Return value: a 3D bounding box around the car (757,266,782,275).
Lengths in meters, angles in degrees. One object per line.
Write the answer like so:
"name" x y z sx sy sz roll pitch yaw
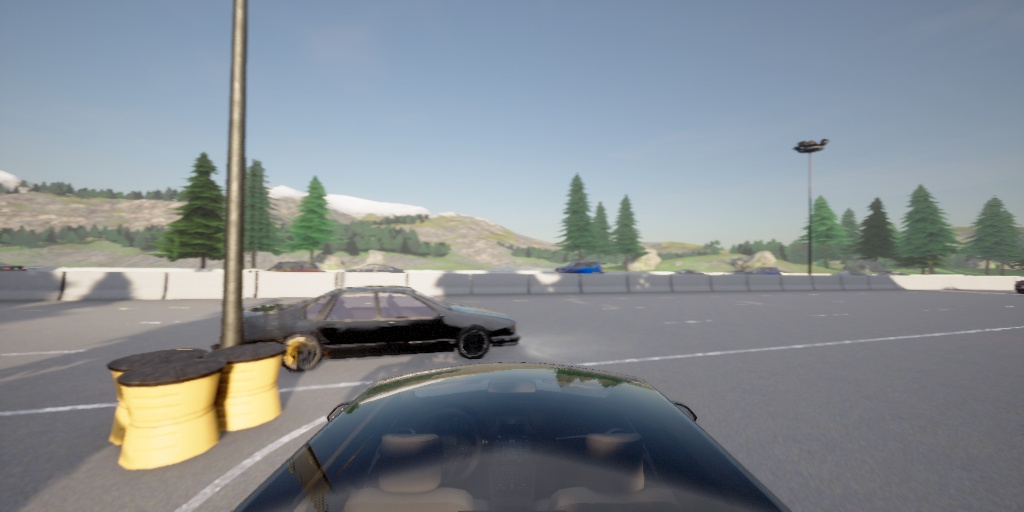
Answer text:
"car" 33.659 2.226 48.217 4.553 1.767 2.097 1 -1 -9

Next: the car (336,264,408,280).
"car" -10.526 1.364 27.018 4.902 1.511 2.128 1 -1 -18

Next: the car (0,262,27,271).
"car" -38.299 0.926 25.208 5.357 1.411 2.033 1 -1 -18

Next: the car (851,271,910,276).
"car" 40.071 2.384 38.547 4.902 1.511 2.128 1 -1 -6

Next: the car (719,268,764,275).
"car" 20.954 2.050 33.714 4.181 1.385 1.994 1 -1 -18

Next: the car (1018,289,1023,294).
"car" 17.500 1.751 10.350 4.718 1.301 1.895 1 -1 -18

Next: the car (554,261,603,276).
"car" 7.519 1.559 40.383 5.566 2.045 2.150 1 -1 -18

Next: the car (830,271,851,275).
"car" 39.305 2.424 41.976 4.674 1.442 1.812 1 -1 -6

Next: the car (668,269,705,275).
"car" 17.529 2.023 36.286 4.181 1.385 1.994 1 -1 -18

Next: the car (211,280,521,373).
"car" -2.581 1.320 7.316 5.357 1.411 2.033 1 -1 -18

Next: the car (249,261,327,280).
"car" -13.974 1.107 22.189 4.553 1.767 2.097 1 -1 -18

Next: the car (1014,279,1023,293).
"car" 41.914 2.299 27.887 4.674 1.442 1.812 1 -1 -5
